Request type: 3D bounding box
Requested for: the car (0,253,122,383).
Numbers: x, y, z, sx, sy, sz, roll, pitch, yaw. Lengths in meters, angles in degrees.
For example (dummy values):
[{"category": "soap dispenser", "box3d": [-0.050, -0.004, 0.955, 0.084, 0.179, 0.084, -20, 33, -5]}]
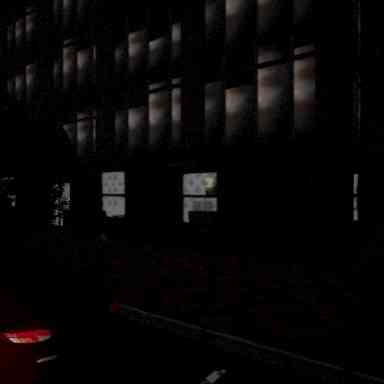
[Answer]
[{"category": "car", "box3d": [-2.829, 1.581, 4.894, 4.206, 1.307, 1.802, 0, 0, 36]}]
